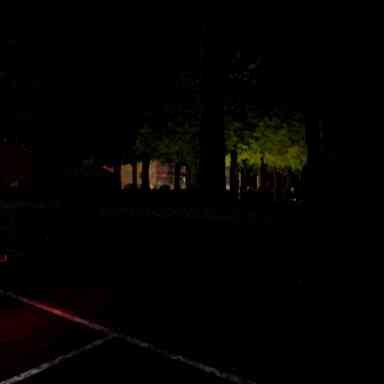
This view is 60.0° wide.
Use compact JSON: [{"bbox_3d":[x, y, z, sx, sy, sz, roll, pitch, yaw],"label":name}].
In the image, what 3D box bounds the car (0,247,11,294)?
[{"bbox_3d":[-5.843,1.406,7.118,5.008,1.535,1.882,1,0,36],"label":"car"}]
